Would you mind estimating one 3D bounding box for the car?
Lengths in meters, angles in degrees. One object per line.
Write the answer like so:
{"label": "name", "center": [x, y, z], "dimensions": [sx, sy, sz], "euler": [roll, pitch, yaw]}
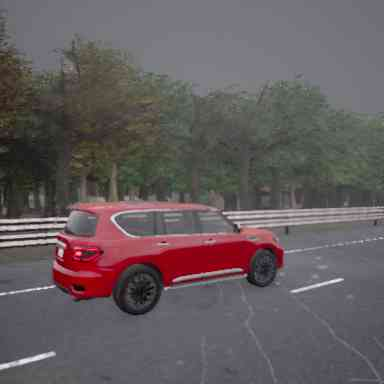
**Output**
{"label": "car", "center": [-0.293, 1.262, 7.830], "dimensions": [5.566, 2.045, 2.150], "euler": [1, 0, -35]}
